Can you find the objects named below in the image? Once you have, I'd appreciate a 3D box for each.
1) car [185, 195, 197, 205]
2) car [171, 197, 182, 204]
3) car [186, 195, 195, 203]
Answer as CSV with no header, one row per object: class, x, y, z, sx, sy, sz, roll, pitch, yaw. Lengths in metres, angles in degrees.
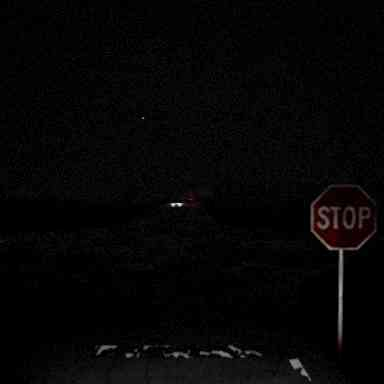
car,-0.203,1.509,60.433,2.128,1.511,4.902,0,0,0
car,-2.970,1.585,65.455,1.994,1.385,4.181,0,0,0
car,-0.236,1.453,70.471,1.812,1.442,4.674,0,0,0
